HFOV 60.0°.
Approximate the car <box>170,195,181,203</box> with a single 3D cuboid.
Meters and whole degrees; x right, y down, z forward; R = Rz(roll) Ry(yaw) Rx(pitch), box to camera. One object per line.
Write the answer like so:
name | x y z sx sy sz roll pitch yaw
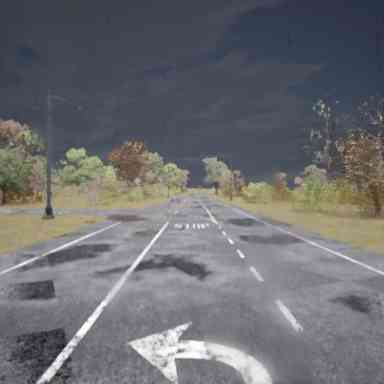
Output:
car | -3.432 1.403 68.281 1.812 1.442 4.674 0 0 0
